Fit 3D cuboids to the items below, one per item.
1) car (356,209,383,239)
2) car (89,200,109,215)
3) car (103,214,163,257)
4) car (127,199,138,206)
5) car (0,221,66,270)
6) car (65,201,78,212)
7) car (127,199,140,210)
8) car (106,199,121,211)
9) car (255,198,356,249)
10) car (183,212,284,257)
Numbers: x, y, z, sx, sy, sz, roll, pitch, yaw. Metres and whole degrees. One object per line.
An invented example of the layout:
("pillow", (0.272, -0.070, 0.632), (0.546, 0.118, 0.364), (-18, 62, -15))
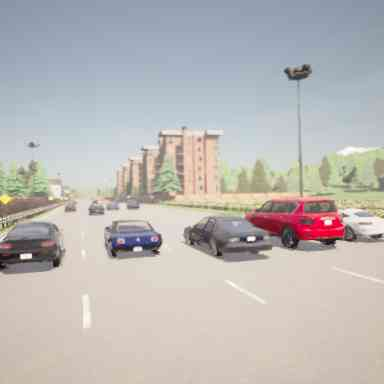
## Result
("car", (7.554, 1.541, 16.696), (1.812, 1.442, 4.674), (-1, 0, -18))
("car", (-12.683, 2.258, 44.251), (2.128, 1.511, 4.902), (-1, -1, -18))
("car", (-2.666, 1.816, 14.171), (1.895, 1.301, 4.718), (-1, -1, -18))
("car", (-15.181, 2.614, 84.181), (2.097, 1.767, 4.553), (-1, -1, -19))
("car", (-5.667, 1.785, 12.093), (1.812, 1.442, 4.674), (-1, 0, -18))
("car", (-20.297, 2.608, 55.704), (2.033, 1.411, 5.357), (-1, -1, -19))
("car", (-10.568, 2.436, 59.704), (2.033, 1.411, 5.357), (-1, -1, -19))
("car", (-13.867, 2.496, 58.537), (2.033, 1.411, 5.357), (-1, -1, -19))
("car", (4.356, 1.294, 15.213), (2.150, 2.045, 5.566), (-1, 0, -18))
("car", (1.216, 1.670, 13.581), (2.033, 1.411, 5.357), (-1, -1, -18))
